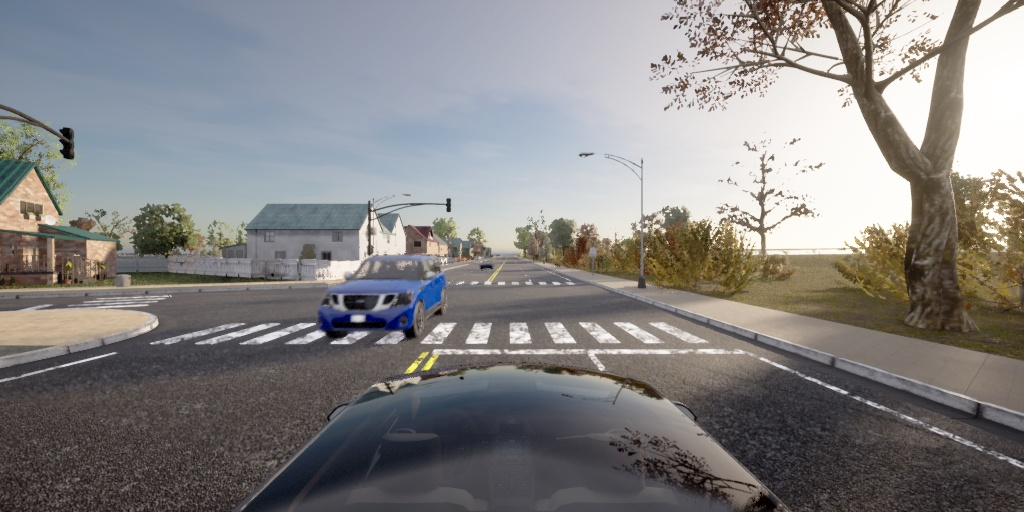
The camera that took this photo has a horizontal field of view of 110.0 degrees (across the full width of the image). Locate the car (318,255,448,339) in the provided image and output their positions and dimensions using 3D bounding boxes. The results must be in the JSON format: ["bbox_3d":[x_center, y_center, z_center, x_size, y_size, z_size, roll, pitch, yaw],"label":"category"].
[{"bbox_3d":[-3.298,0.978,10.416,2.150,2.045,5.566,0,0,0],"label":"car"}]

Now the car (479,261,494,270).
[{"bbox_3d":[-3.528,1.320,50.504,1.895,1.301,4.718,0,0,0],"label":"car"}]
